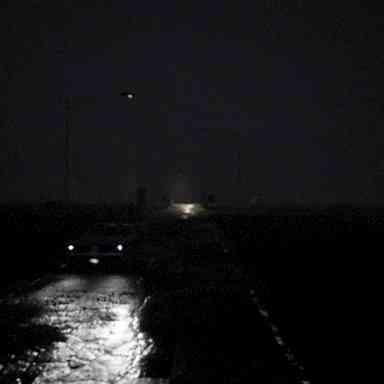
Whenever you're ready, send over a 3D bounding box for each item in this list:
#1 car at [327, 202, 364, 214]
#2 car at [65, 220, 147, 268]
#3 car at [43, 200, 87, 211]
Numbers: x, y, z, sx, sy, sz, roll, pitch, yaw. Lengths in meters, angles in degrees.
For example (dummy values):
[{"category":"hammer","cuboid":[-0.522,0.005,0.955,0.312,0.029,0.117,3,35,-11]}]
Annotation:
[{"category":"car","cuboid":[20.923,2.130,45.309,4.674,1.442,1.812,1,-1,-1]},{"category":"car","cuboid":[-2.841,1.736,11.932,1.895,1.301,4.718,0,-1,0]},{"category":"car","cuboid":[-17.103,1.766,44.846,5.357,1.411,2.033,1,-1,-1]}]
